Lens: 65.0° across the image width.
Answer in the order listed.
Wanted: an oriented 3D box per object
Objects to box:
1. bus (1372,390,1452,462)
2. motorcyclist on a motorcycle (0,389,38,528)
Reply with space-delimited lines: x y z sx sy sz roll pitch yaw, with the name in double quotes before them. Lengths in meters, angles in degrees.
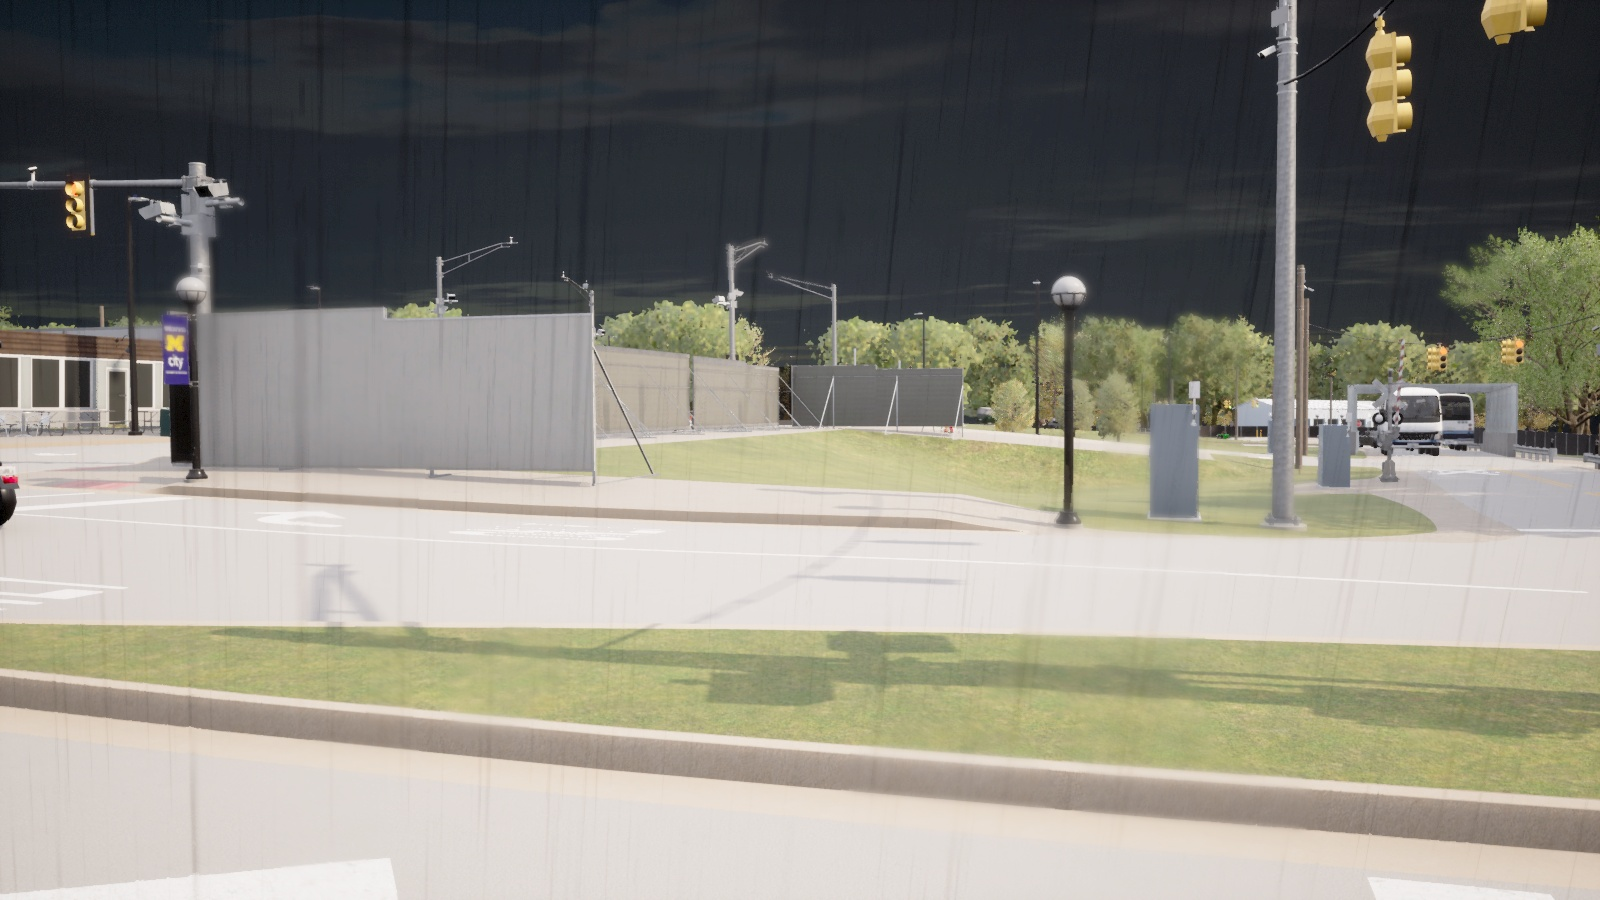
"bus" 38.751 -1.498 79.875 3.944 4.253 10.273 1 1 23
"motorcyclist on a motorcycle" -10.607 0.053 15.367 2.350 1.649 0.766 2 2 15
